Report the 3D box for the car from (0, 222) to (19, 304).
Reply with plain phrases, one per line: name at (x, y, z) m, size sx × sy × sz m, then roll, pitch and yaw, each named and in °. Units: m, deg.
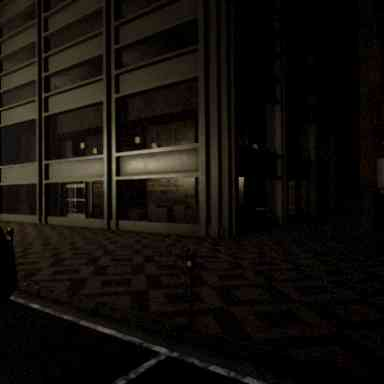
car at (-5.634, 1.400, 6.972) m, size 5.009 × 1.841 × 2.192 m, roll -1°, pitch 0°, yaw 35°
